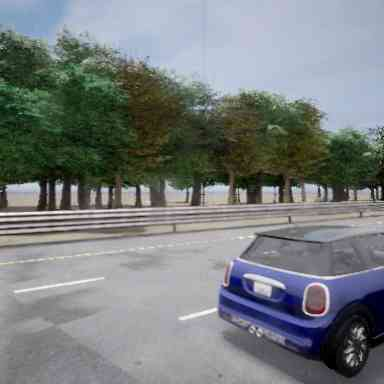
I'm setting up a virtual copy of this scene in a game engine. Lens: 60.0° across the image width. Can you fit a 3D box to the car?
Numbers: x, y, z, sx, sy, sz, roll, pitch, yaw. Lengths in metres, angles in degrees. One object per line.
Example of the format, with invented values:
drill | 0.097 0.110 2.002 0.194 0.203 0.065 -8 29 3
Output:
car | 2.698 1.353 5.802 4.553 1.767 2.097 0 0 -36
